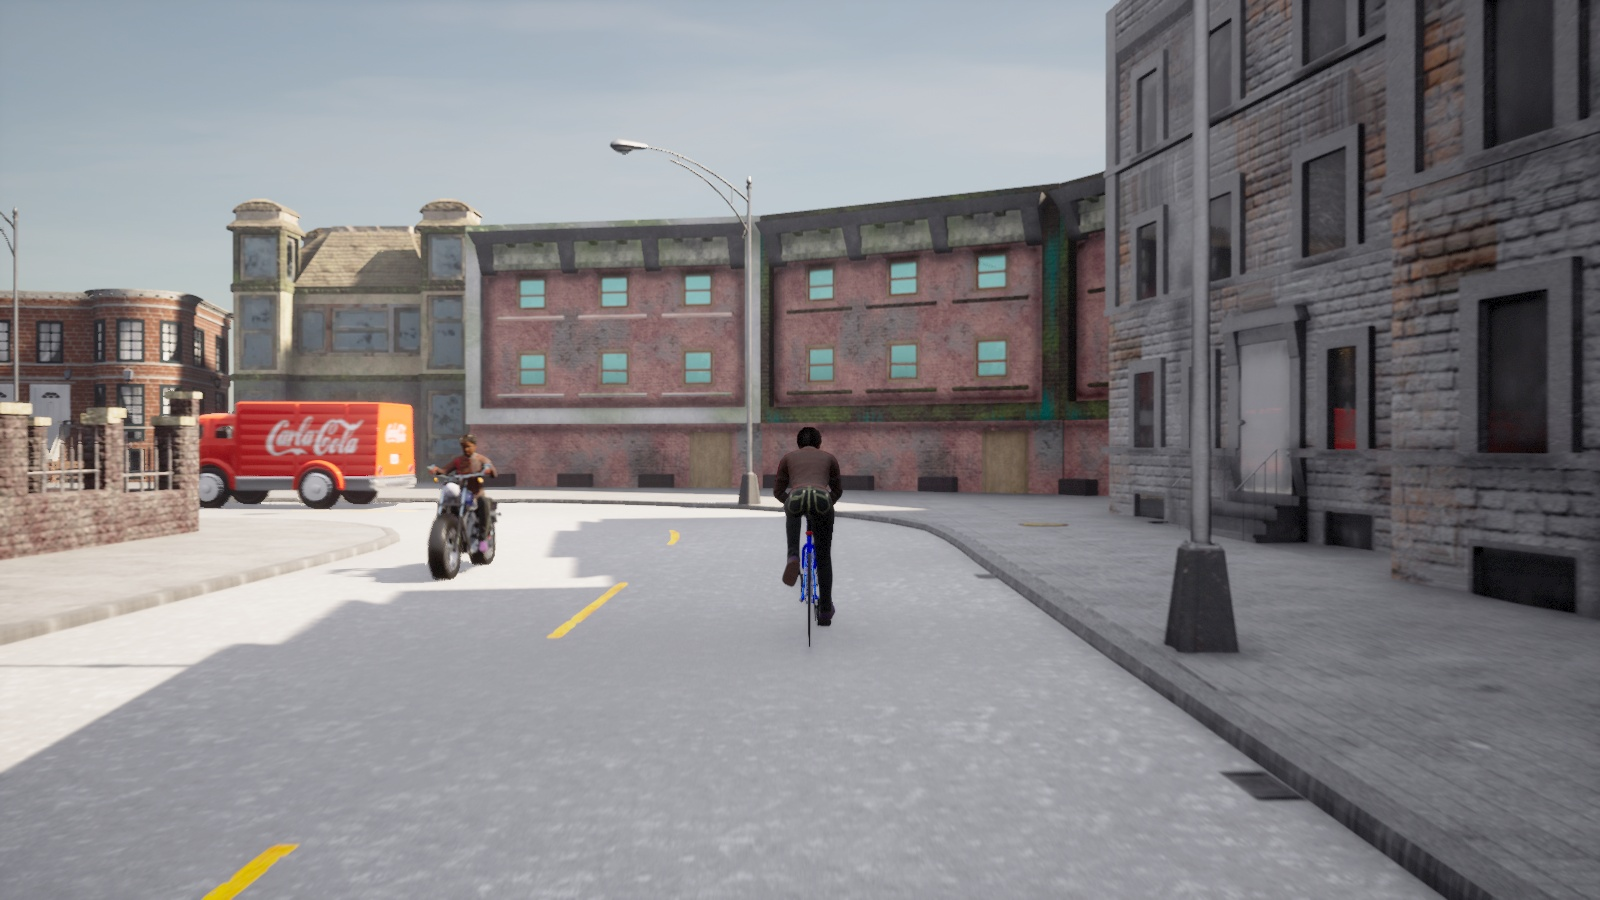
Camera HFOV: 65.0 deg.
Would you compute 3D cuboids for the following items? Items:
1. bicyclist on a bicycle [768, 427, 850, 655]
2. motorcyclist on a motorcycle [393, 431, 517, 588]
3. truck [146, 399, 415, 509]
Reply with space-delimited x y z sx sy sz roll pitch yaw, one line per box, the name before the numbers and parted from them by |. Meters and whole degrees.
bicyclist on a bicycle | 0.071 0.644 9.759 0.582 1.620 1.656 0 0 0
motorcyclist on a motorcycle | -3.878 0.613 14.342 0.766 1.649 2.350 0 0 0
truck | -12.086 0.084 29.518 5.204 2.467 2.627 0 0 4
